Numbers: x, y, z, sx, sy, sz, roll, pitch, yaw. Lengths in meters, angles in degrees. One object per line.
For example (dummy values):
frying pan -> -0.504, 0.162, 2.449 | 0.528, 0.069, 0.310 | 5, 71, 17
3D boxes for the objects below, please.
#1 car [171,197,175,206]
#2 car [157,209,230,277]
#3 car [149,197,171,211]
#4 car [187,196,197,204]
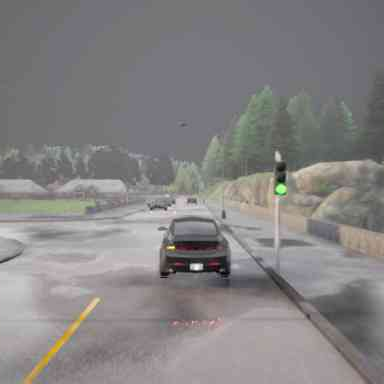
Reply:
car -> -4.079, 1.528, 51.536 | 1.837, 1.490, 4.892 | 0, 0, 0
car -> 0.002, 1.510, 10.271 | 1.837, 1.490, 4.892 | 0, 0, -3
car -> -4.096, 1.583, 41.521 | 1.994, 1.385, 4.181 | 0, 0, 0
car -> -0.001, 1.506, 62.772 | 1.882, 1.535, 5.008 | 0, 0, 0
